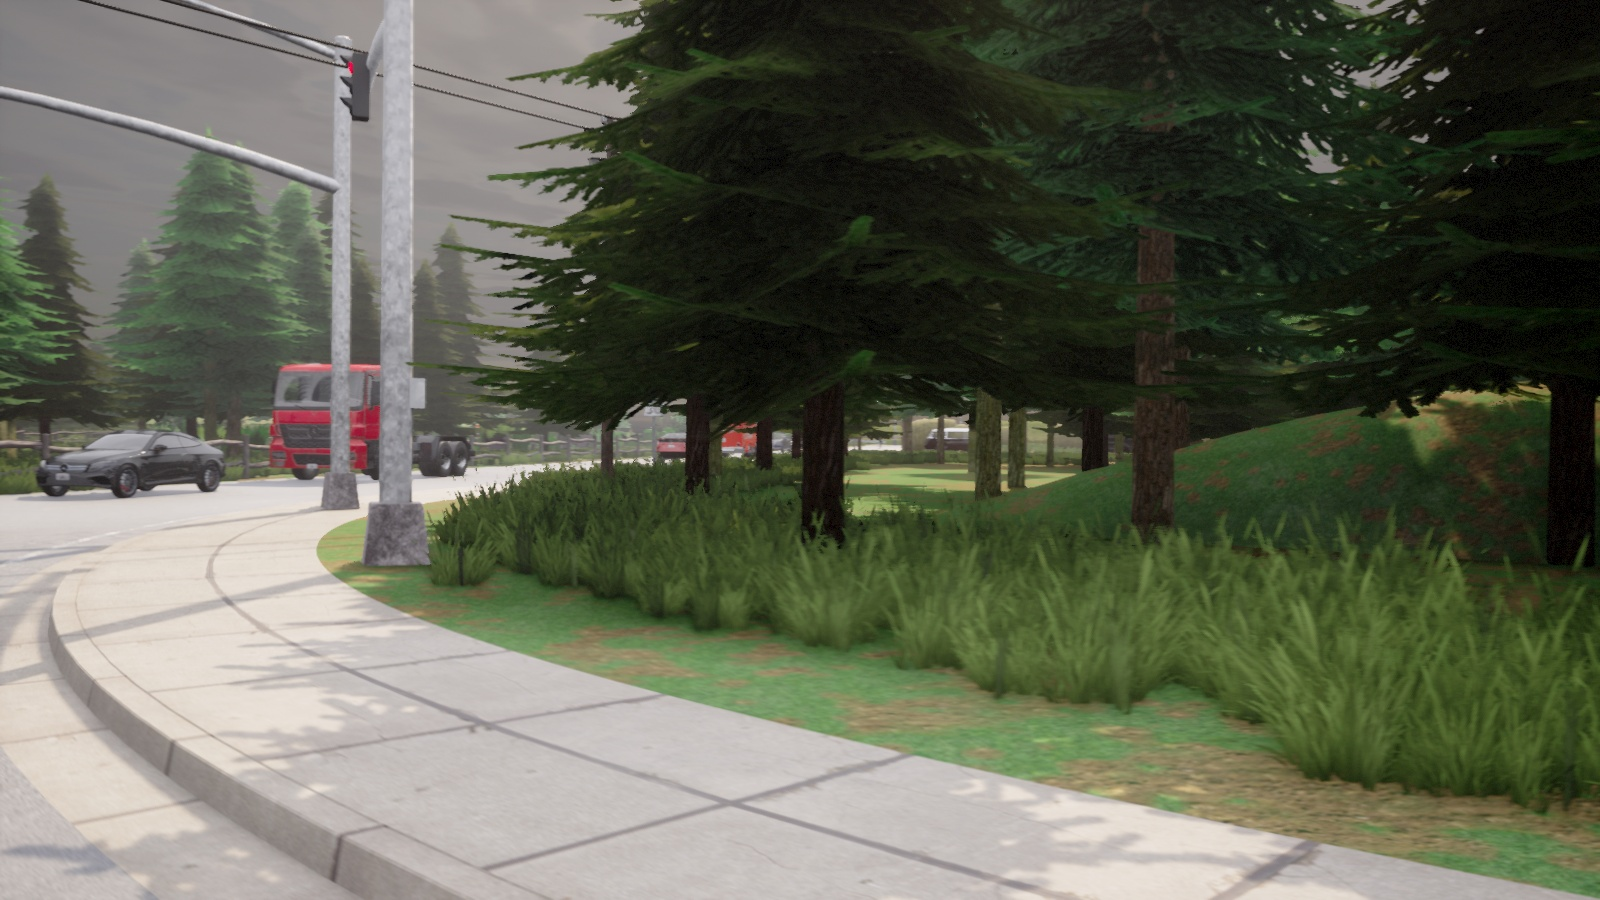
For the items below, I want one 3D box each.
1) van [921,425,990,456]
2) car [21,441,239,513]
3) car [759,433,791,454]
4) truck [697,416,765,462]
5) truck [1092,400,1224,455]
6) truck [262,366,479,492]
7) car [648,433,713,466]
[{"bbox_3d":[10.365,-0.644,83.642,4.480,2.038,2.069,0,1,8],"label":"van"},{"bbox_3d":[-14.678,0.531,27.862,1.812,1.442,4.674,0,1,9],"label":"car"},{"bbox_3d":[-1.970,-0.518,98.909,1.789,1.549,3.705,0,1,11],"label":"car"},{"bbox_3d":[-3.846,-0.614,70.815,2.627,2.467,5.204,0,1,11],"label":"truck"},{"bbox_3d":[23.190,-1.432,81.789,7.936,3.462,2.891,0,1,8],"label":"truck"},{"bbox_3d":[-12.914,-0.626,38.720,2.891,3.462,7.936,0,1,9],"label":"truck"},{"bbox_3d":[-5.721,-0.041,60.867,2.007,1.525,4.514,0,1,10],"label":"car"}]
